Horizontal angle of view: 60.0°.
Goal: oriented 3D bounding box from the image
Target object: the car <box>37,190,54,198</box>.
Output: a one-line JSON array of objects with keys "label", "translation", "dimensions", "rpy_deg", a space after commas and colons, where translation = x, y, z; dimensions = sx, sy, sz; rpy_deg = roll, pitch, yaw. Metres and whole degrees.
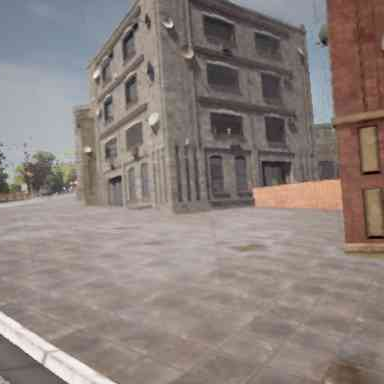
[{"label": "car", "translation": [-28.969, 0.308, 65.675], "dimensions": [1.837, 1.490, 4.892], "rpy_deg": [-4, 3, -1]}]
